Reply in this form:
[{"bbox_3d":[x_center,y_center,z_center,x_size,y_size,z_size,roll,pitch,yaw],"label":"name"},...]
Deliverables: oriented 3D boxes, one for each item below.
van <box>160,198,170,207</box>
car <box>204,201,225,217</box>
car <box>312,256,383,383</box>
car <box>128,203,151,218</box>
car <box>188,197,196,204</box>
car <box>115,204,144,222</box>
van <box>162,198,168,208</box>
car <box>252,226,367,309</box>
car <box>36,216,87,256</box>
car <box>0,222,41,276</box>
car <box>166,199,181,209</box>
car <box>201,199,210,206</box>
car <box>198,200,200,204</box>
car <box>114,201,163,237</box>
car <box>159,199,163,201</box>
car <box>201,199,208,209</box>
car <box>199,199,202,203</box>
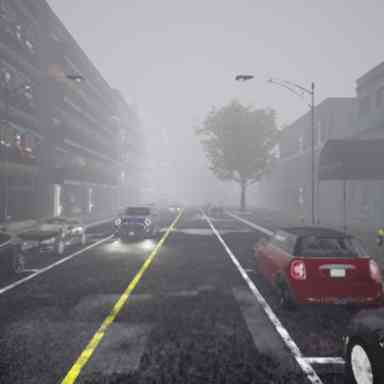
[{"bbox_3d":[-5.705,2.230,70.736,1.690,1.788,3.998,0,-1,0],"label":"van"},{"bbox_3d":[2.683,1.993,36.555,2.008,1.369,4.403,0,-1,0],"label":"car"},{"bbox_3d":[2.688,1.580,2.376,2.008,1.369,4.403,0,-1,0],"label":"car"},{"bbox_3d":[-5.698,1.987,36.556,1.887,1.381,4.507,0,-1,0],"label":"car"},{"bbox_3d":[-0.013,2.523,89.856,2.128,1.511,4.902,0,-1,0],"label":"car"},{"bbox_3d":[-5.697,1.895,30.689,1.752,1.417,4.829,0,-1,0],"label":"car"},{"bbox_3d":[-5.704,2.153,65.040,1.690,1.788,3.998,0,-1,0],"label":"van"},{"bbox_3d":[2.687,1.536,8.074,1.967,1.590,4.097,0,-1,0],"label":"car"},{"bbox_3d":[-5.694,1.715,13.769,2.008,1.369,4.403,0,-1,0],"label":"car"},{"bbox_3d":[-5.693,1.662,8.073,1.947,1.339,4.313,0,-1,0],"label":"car"},{"bbox_3d":[-3.035,2.312,61.491,2.033,1.411,5.357,0,-1,1],"label":"car"},{"bbox_3d":[2.989,2.420,76.234,1.801,1.575,5.366,0,-1,0],"label":"car"},{"bbox_3d":[2.678,2.357,65.035,1.887,1.381,4.507,0,-1,0],"label":"car"},{"bbox_3d":[-3.103,1.584,19.389,2.097,1.767,4.553,0,-1,0],"label":"car"},{"bbox_3d":[-5.700,2.152,47.947,1.947,1.339,4.313,0,-1,0],"label":"car"},{"bbox_3d":[2.681,2.131,47.946,1.887,1.381,4.507,0,-1,0],"label":"car"},{"bbox_3d":[2.679,2.318,59.338,1.802,1.307,4.206,0,-1,0],"label":"car"}]
